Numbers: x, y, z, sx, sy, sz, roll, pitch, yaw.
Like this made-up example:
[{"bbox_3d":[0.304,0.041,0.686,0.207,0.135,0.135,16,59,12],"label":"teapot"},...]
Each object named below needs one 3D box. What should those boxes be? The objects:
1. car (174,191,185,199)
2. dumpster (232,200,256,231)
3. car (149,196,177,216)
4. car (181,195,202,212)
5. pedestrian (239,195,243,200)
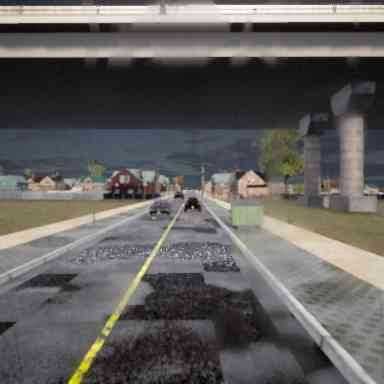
[{"bbox_3d":[-2.730,0.731,72.375,2.150,2.045,5.566,0,0,0],"label":"car"},{"bbox_3d":[3.001,1.311,19.438,1.020,1.700,1.940,-1,-1,0],"label":"dumpster"},{"bbox_3d":[-2.839,1.408,31.190,2.033,1.411,5.357,0,0,0],"label":"car"},{"bbox_3d":[0.088,1.362,36.325,1.812,1.442,4.674,0,0,0],"label":"car"},{"bbox_3d":[3.016,1.052,20.460,0.375,1.860,0.375,1,-1,0],"label":"pedestrian"}]
